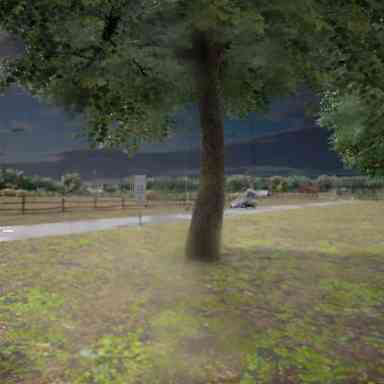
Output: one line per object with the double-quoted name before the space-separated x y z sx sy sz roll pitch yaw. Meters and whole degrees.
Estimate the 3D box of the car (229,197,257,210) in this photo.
"car" 6.308 1.375 40.838 2.128 1.511 4.902 -1 -1 36
